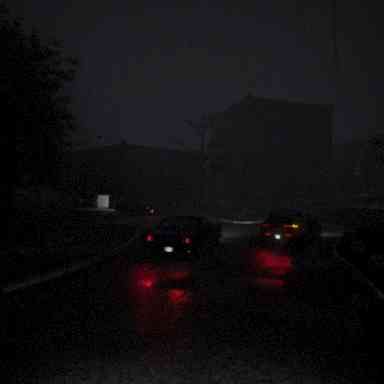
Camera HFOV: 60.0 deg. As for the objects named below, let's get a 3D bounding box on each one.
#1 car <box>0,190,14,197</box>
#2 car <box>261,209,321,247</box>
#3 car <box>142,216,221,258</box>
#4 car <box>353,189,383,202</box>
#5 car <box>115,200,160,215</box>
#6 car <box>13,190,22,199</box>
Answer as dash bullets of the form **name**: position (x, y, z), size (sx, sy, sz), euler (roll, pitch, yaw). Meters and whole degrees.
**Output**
- **car**: position (-45.304, 0.287, 79.241), size (4.892, 1.521, 2.231), euler (1, 1, -33)
- **car**: position (4.666, 1.548, 15.443), size (1.837, 1.490, 4.892), euler (-1, -1, 30)
- **car**: position (-0.141, 1.577, 12.911), size (1.895, 1.301, 4.718), euler (1, 0, 16)
- **car**: position (24.282, 0.399, 44.924), size (5.366, 1.575, 1.946), euler (-3, 1, -22)
- **car**: position (-5.336, 1.445, 31.924), size (4.718, 1.301, 1.895), euler (0, 0, 41)
- **car**: position (-34.895, 0.714, 62.949), size (4.792, 1.488, 2.163), euler (1, 1, -33)
